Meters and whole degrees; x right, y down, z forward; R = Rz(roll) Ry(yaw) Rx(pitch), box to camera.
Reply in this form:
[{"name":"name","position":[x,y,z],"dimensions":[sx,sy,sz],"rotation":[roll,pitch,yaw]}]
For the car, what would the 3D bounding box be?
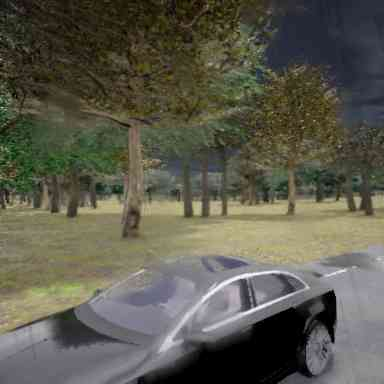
[{"name":"car","position":[-0.016,1.614,4.000],"dimensions":[4.902,1.511,2.128],"rotation":[1,-2,-42]}]
